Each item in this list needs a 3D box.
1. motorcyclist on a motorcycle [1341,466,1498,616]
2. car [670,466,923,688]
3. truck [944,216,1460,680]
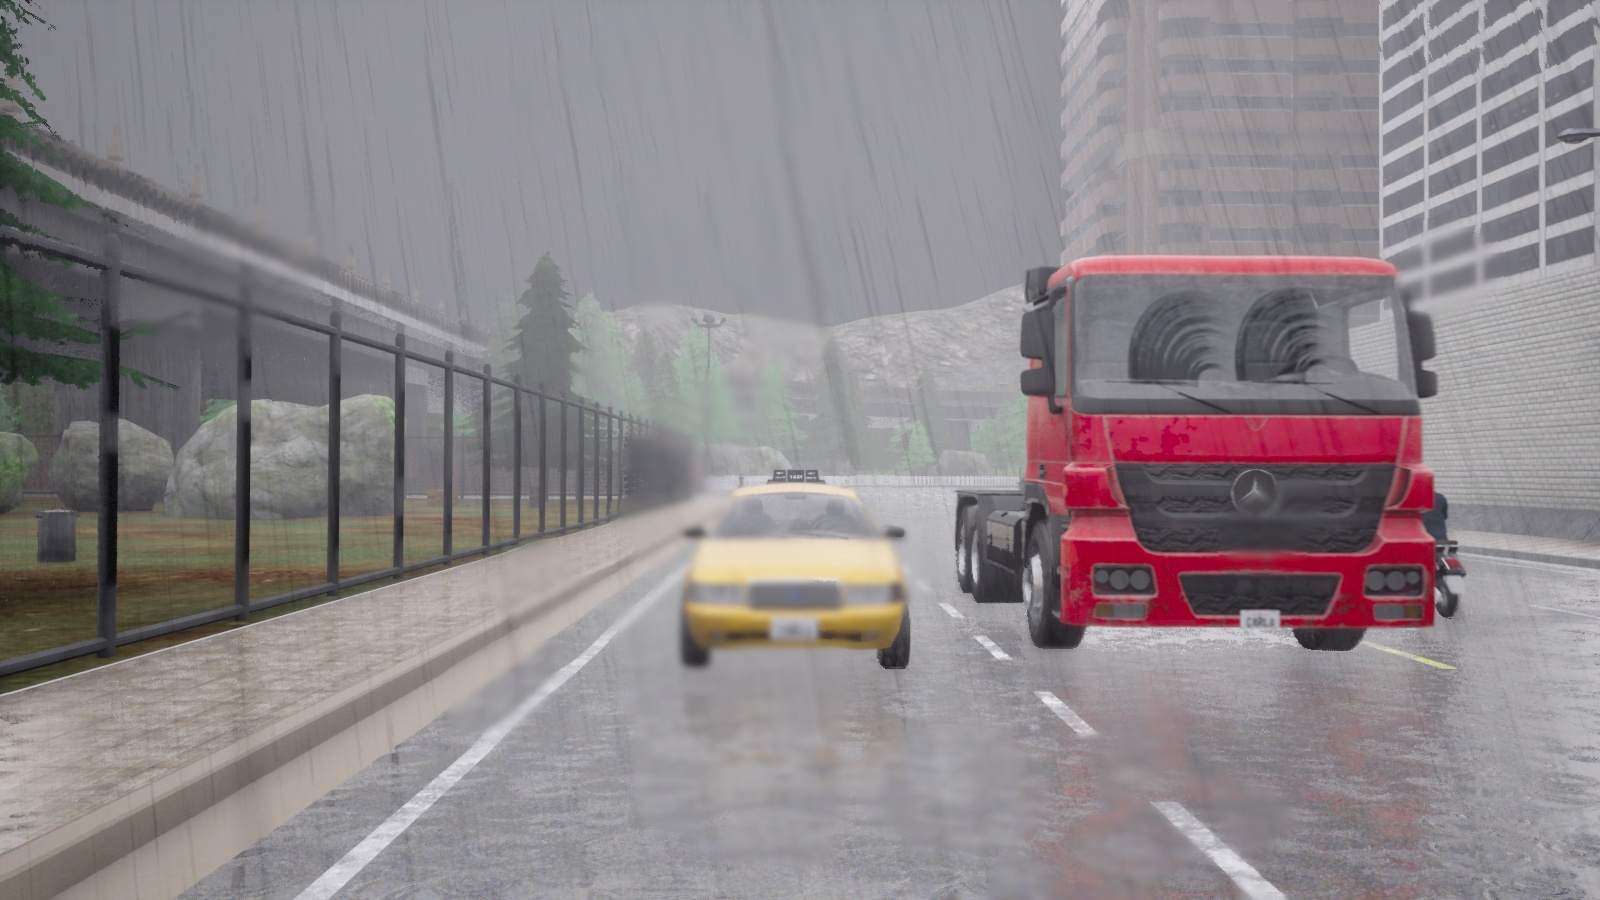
[{"bbox_3d":[6.959,0.979,14.224,0.866,1.590,1.817,0,-1,0],"label":"motorcyclist on a motorcycle"},{"bbox_3d":[-0.034,0.949,11.635,1.801,1.575,5.366,0,-1,0],"label":"car"},{"bbox_3d":[3.458,0.043,13.360,2.891,3.462,7.936,0,-1,0],"label":"truck"}]
